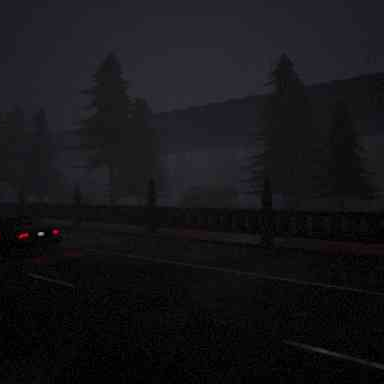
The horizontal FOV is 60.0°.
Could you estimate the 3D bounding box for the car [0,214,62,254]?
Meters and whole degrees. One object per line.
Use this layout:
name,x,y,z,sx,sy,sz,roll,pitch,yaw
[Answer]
car,-7.609,1.606,13.717,5.357,1.411,2.033,0,0,35
